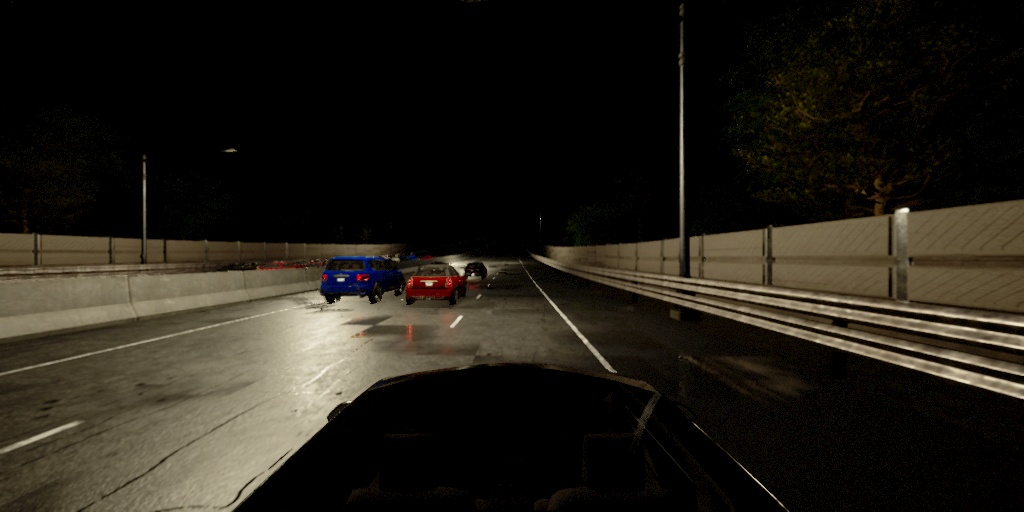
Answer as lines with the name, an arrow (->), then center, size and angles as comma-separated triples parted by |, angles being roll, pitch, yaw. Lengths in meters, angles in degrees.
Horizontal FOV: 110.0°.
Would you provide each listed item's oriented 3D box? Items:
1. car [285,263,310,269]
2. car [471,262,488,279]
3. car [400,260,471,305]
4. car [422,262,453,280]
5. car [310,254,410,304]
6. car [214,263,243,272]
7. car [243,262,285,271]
car -> -17.551, 1.313, 32.092 | 1.882, 1.535, 5.008 | 0, 0, 0
car -> -3.355, 1.332, 33.432 | 1.837, 1.490, 4.892 | 0, 0, 0
car -> -3.383, 1.194, 16.777 | 2.097, 1.767, 4.553 | 0, 0, 0
car -> -6.854, 1.332, 33.467 | 1.837, 1.490, 4.892 | 0, 0, 0
car -> -6.880, 1.065, 17.116 | 2.150, 2.045, 5.566 | 0, 0, 0
car -> -24.549, 1.338, 32.475 | 1.837, 1.490, 4.892 | 0, 0, 0
car -> -21.051, 1.313, 32.091 | 1.882, 1.535, 5.008 | 0, 0, 0
